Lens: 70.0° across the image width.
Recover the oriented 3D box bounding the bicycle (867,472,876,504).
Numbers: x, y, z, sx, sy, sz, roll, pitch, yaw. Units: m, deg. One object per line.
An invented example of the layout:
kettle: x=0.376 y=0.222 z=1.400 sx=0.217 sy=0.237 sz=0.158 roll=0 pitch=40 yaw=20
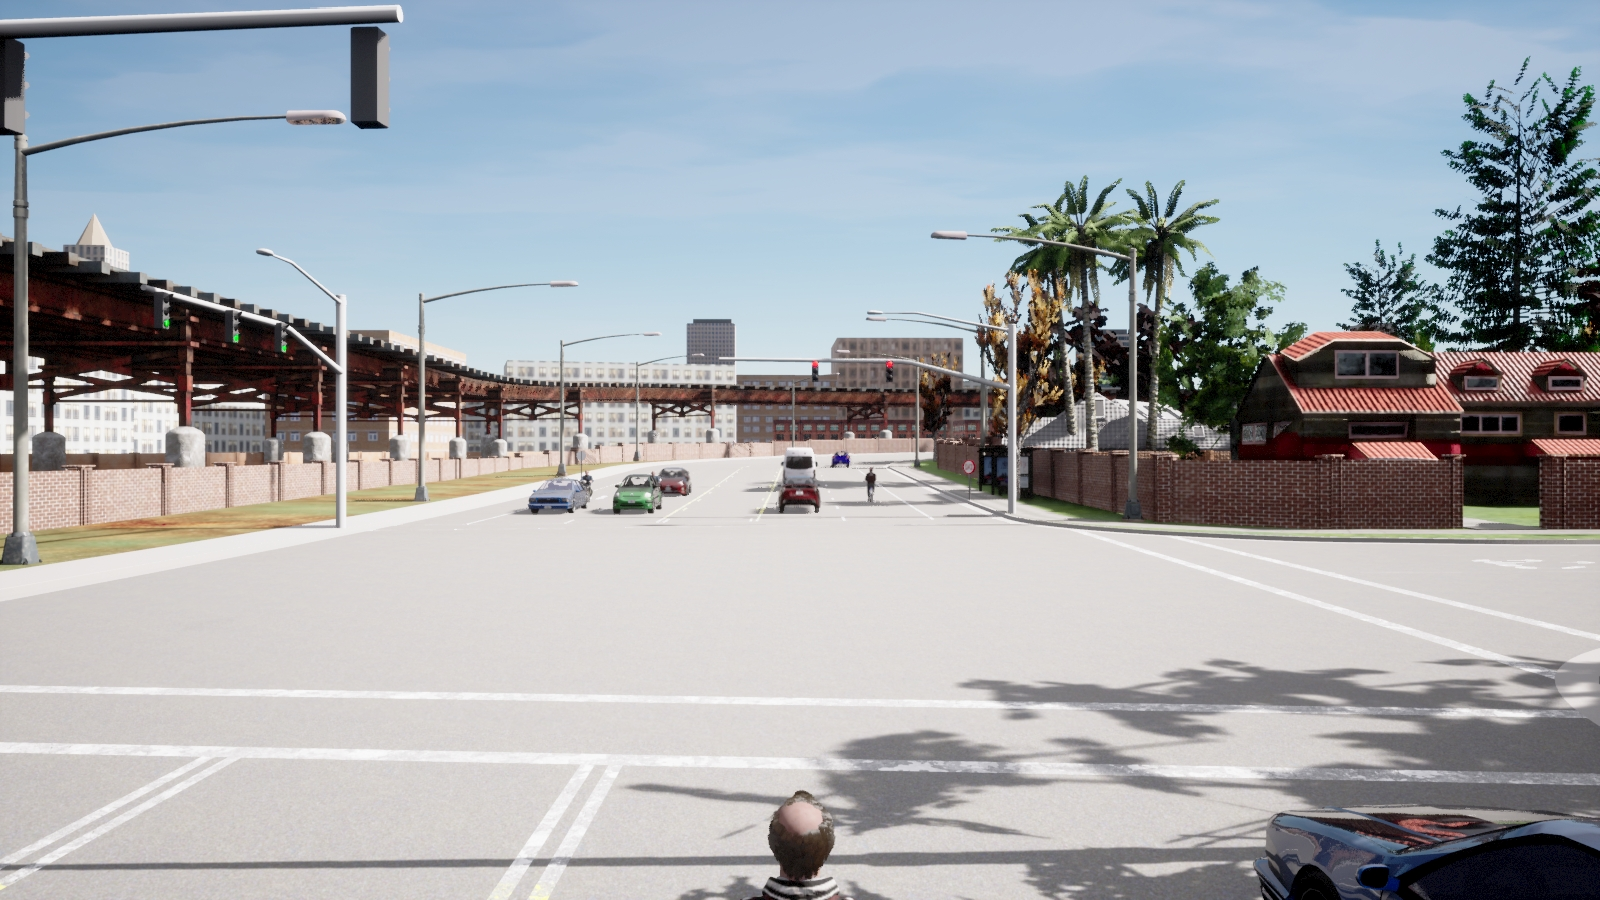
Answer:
bicycle: x=3.481 y=1.851 z=56.014 sx=0.329 sy=1.496 sz=1.835 roll=0 pitch=1 yaw=0

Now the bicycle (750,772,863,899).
bicycle: x=0.019 y=2.048 z=3.681 sx=0.329 sy=1.496 sz=1.835 roll=0 pitch=0 yaw=0

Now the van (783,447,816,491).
van: x=-0.034 y=1.118 z=70.866 sx=1.988 sy=2.561 sz=5.915 roll=0 pitch=1 yaw=0

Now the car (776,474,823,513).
car: x=-0.030 y=1.900 z=50.961 sx=2.007 sy=1.525 sz=4.514 roll=0 pitch=1 yaw=0

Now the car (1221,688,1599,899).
car: x=3.467 y=2.106 z=4.038 sx=2.033 sy=1.411 sz=5.357 roll=0 pitch=0 yaw=1

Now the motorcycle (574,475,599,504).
motorcycle: x=-10.476 y=1.934 z=56.002 sx=0.856 sy=1.341 sz=1.805 roll=0 pitch=1 yaw=1

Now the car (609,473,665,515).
car: x=-7.031 y=1.877 z=49.699 sx=1.851 sy=1.617 sz=3.988 roll=0 pitch=1 yaw=0

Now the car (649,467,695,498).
car: x=-7.042 y=1.752 z=63.196 sx=2.007 sy=1.525 sz=4.514 roll=0 pitch=1 yaw=0

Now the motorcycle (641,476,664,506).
motorcycle: x=-7.053 y=1.947 z=54.746 sx=0.856 sy=1.341 sz=1.805 roll=0 pitch=1 yaw=0

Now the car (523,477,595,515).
car: x=-10.533 y=1.979 z=50.381 sx=2.033 sy=1.411 sz=5.357 roll=0 pitch=1 yaw=0
